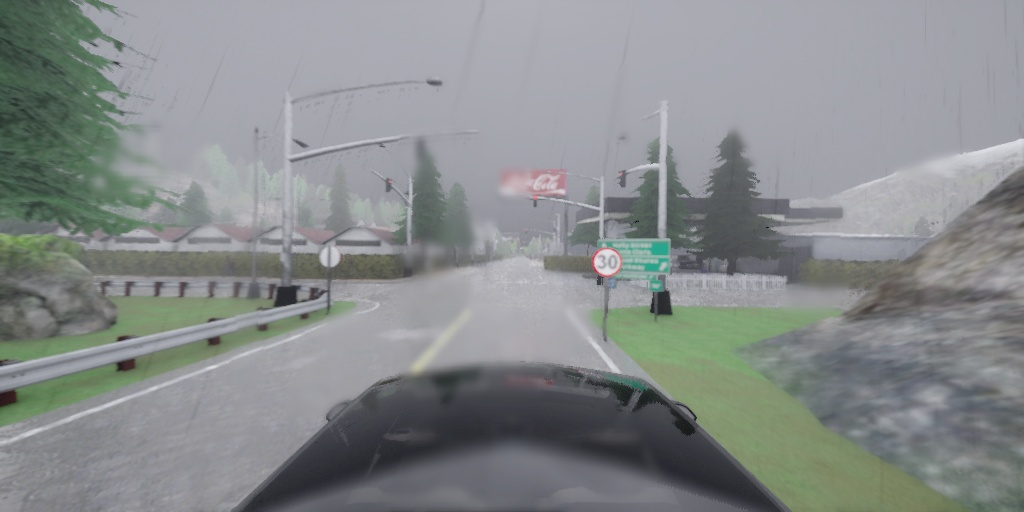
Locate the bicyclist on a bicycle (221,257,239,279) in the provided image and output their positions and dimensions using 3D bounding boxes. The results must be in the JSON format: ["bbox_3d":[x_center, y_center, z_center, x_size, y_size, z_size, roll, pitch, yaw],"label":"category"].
[{"bbox_3d":[-21.106,0.872,26.845,0.582,1.620,1.656,1,0,2],"label":"bicyclist on a bicycle"}]
